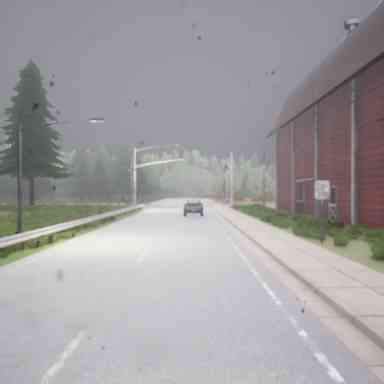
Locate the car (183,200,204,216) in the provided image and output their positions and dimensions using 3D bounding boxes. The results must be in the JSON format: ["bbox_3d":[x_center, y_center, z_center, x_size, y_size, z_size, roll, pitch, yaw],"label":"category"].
[{"bbox_3d":[0.141,1.512,32.818,2.128,1.511,4.902,0,0,0],"label":"car"}]
